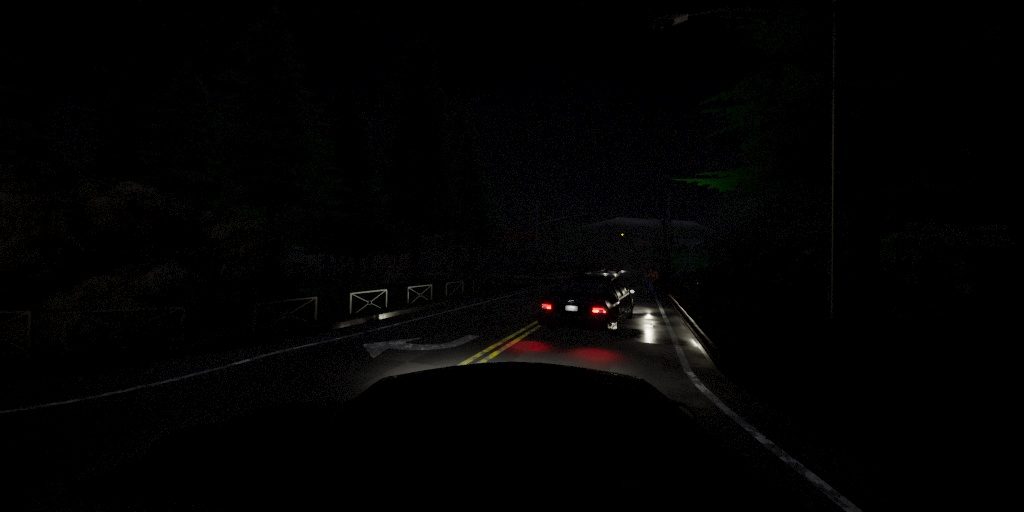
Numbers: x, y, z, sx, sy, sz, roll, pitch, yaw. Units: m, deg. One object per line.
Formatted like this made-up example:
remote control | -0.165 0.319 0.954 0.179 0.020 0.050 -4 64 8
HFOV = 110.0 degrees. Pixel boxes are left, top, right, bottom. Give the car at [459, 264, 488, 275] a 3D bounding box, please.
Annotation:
car | -5.110 1.721 44.816 4.181 1.385 1.994 1 -1 20

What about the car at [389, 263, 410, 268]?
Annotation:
car | -14.489 1.599 48.270 4.181 1.385 1.994 1 -1 21

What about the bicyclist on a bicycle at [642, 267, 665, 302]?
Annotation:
bicyclist on a bicycle | 6.523 1.313 16.498 1.656 1.620 0.582 1 -1 -31

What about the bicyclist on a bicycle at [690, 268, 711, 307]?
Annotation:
bicyclist on a bicycle | 7.960 1.325 15.107 1.656 1.620 0.582 1 -1 -34

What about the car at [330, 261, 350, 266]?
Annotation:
car | -24.238 1.460 52.158 5.357 1.411 2.033 1 -1 24

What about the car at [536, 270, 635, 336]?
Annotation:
car | 2.361 1.263 10.316 2.033 1.411 5.357 1 -1 24

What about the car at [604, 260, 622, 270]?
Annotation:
car | 16.688 1.772 59.857 2.150 2.045 5.566 1 -1 20
